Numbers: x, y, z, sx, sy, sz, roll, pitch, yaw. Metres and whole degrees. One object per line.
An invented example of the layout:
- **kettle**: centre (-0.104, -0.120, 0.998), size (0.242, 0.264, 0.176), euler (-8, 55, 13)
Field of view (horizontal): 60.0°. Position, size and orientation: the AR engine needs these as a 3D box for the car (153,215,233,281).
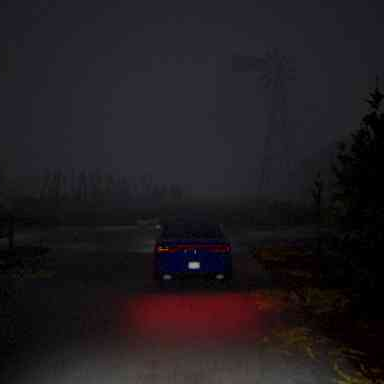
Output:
- **car**: centre (-0.049, 1.404, 9.643), size (1.882, 1.535, 5.008), euler (0, 1, -2)
